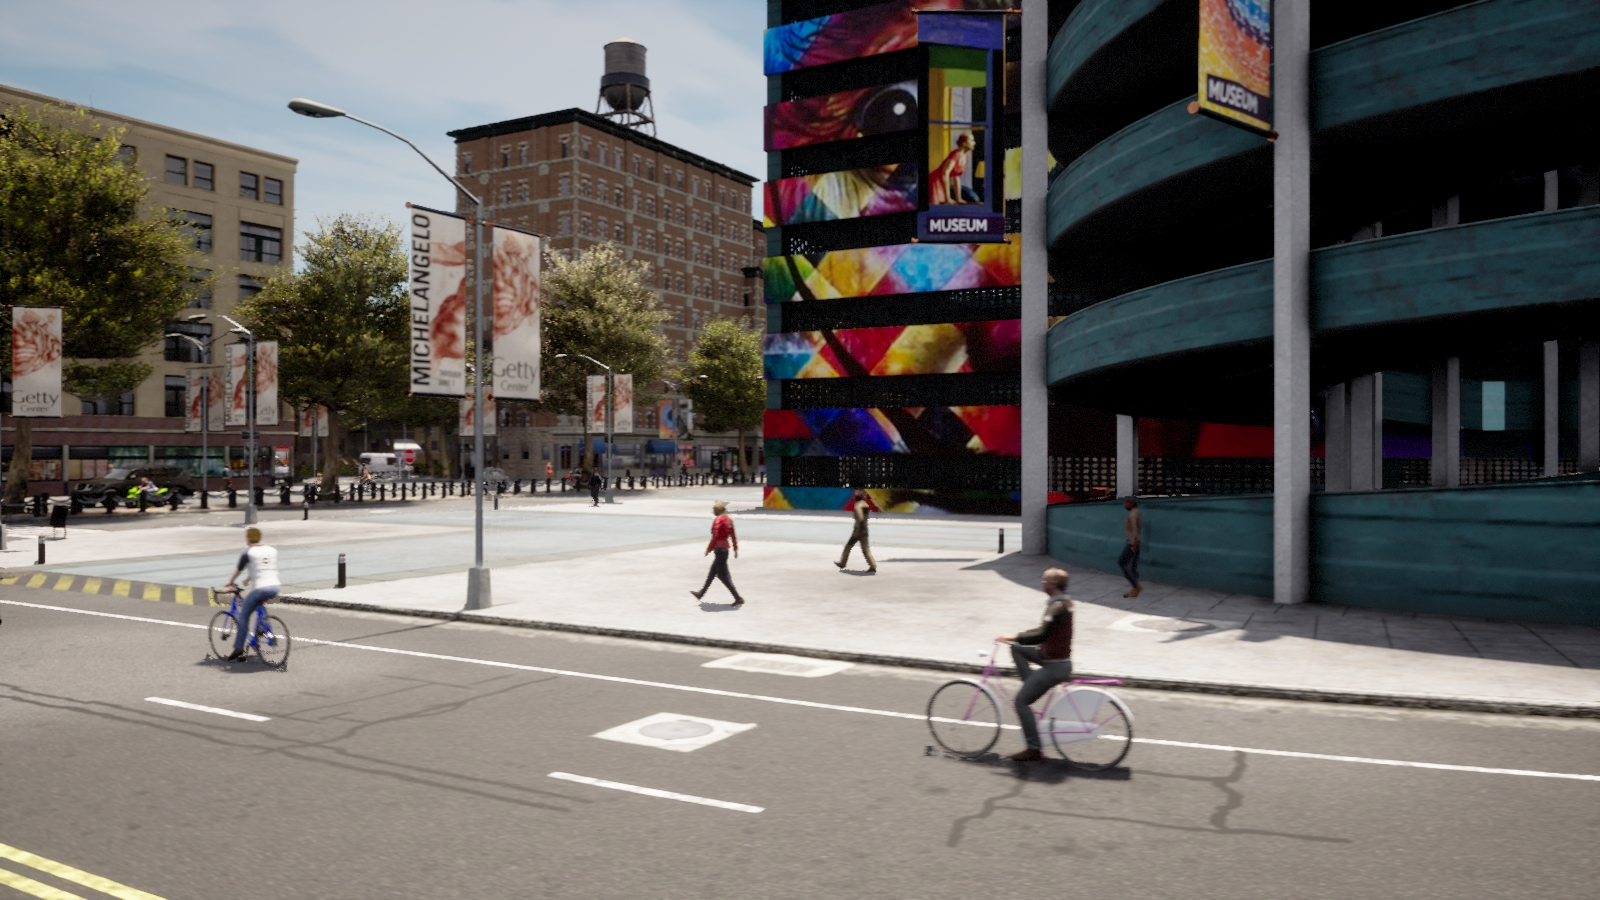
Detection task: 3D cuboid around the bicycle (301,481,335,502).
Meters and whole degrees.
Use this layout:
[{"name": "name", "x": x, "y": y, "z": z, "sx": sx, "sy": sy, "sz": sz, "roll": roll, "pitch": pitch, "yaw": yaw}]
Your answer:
[{"name": "bicycle", "x": -26.629, "y": 2.296, "z": 63.115, "sx": 0.859, "sy": 1.080, "sz": 1.487, "roll": 0, "pitch": 0, "yaw": 30}]

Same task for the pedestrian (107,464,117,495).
[{"name": "pedestrian", "x": -40.623, "y": 1.735, "z": 67.472, "sx": 0.375, "sy": 1.860, "sz": 0.375, "roll": 0, "pitch": 0, "yaw": 30}]

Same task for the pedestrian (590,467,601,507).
[{"name": "pedestrian", "x": -9.678, "y": 1.734, "z": 54.021, "sx": 0.375, "sy": 1.860, "sz": 0.375, "roll": 0, "pitch": 0, "yaw": 34}]

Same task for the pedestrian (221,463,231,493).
[{"name": "pedestrian", "x": -35.495, "y": 1.739, "z": 70.664, "sx": 0.375, "sy": 1.860, "sz": 0.375, "roll": 0, "pitch": 0, "yaw": 32}]

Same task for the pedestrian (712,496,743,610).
[{"name": "pedestrian", "x": -1.211, "y": 1.710, "z": 19.164, "sx": 0.375, "sy": 1.860, "sz": 0.375, "roll": 0, "pitch": 0, "yaw": 27}]

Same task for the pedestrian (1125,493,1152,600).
[{"name": "pedestrian", "x": 6.032, "y": 1.713, "z": 20.354, "sx": 0.375, "sy": 1.860, "sz": 0.375, "roll": 0, "pitch": 0, "yaw": 34}]

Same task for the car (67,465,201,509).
[{"name": "car", "x": -33.639, "y": 1.813, "z": 57.906, "sx": 2.150, "sy": 2.045, "sz": 5.566, "roll": 0, "pitch": 0, "yaw": 30}]

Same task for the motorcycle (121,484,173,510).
[{"name": "motorcycle", "x": -31.357, "y": 2.245, "z": 54.860, "sx": 0.803, "sy": 1.145, "sz": 2.033, "roll": 0, "pitch": 0, "yaw": 30}]

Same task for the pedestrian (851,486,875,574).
[{"name": "pedestrian", "x": 1.352, "y": 1.715, "z": 24.569, "sx": 0.375, "sy": 1.860, "sz": 0.375, "roll": 0, "pitch": 0, "yaw": 38}]
